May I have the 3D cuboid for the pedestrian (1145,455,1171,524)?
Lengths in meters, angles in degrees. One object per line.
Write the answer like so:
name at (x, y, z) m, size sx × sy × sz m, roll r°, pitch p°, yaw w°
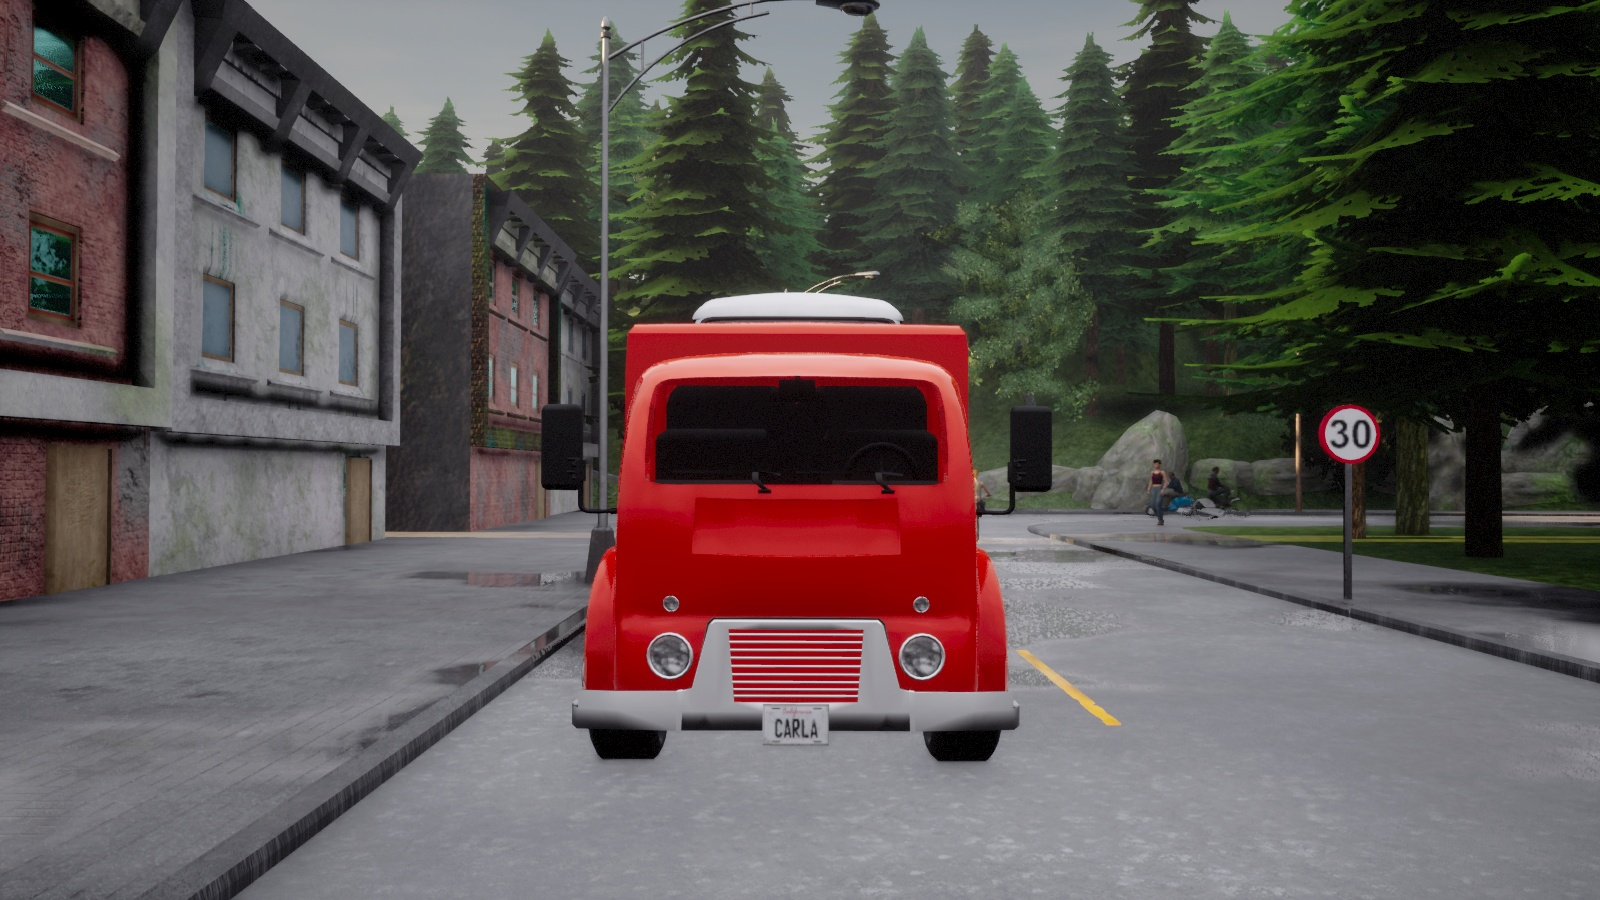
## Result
pedestrian at (9.670, 1.054, 33.932) m, size 0.594 × 1.836 × 0.345 m, roll 0°, pitch -1°, yaw -35°

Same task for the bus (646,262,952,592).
bus at (-0.092, -0.203, 21.373) m, size 3.944 × 4.253 × 10.273 m, roll 0°, pitch -1°, yaw -1°

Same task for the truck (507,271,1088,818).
truck at (-0.024, 0.467, 8.306) m, size 2.627 × 2.467 × 5.204 m, roll 0°, pitch -1°, yaw 0°

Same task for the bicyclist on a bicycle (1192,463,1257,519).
bicyclist on a bicycle at (13.557, 1.303, 40.104) m, size 1.843 × 1.776 × 0.659 m, roll 0°, pitch 0°, yaw -5°

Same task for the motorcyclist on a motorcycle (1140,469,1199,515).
motorcyclist on a motorcycle at (13.012, 1.457, 44.237) m, size 1.817 × 1.590 × 0.866 m, roll 0°, pitch -1°, yaw -2°
